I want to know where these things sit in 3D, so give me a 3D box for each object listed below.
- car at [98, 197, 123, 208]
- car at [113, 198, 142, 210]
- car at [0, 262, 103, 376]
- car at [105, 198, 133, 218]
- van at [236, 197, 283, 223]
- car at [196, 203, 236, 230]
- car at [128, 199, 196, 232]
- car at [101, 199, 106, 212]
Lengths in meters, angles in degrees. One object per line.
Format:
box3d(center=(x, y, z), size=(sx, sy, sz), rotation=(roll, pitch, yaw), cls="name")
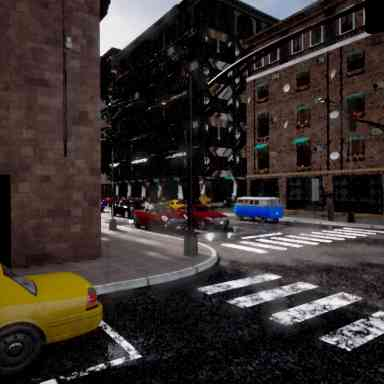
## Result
box3d(center=(-11.752, 1.463, 47.813), size=(1.887, 1.381, 4.507), rotation=(-1, 0, -36), cls="car")
box3d(center=(-8.423, 1.463, 43.234), size=(1.887, 1.381, 4.507), rotation=(-1, 0, -36), cls="car")
box3d(center=(-3.590, 1.525, 4.004), size=(4.829, 1.417, 1.752), rotation=(0, 0, -36), cls="car")
box3d(center=(-5.640, 1.473, 29.555), size=(1.837, 1.490, 4.892), rotation=(-1, 0, -36), cls="car")
box3d(center=(4.894, 1.281, 24.917), size=(1.690, 1.788, 3.998), rotation=(0, 0, -36), cls="van")
box3d(center=(0.404, 1.508, 21.248), size=(1.812, 1.442, 4.674), rotation=(-1, 0, -34), cls="car")
box3d(center=(-1.895, 1.441, 20.004), size=(1.967, 1.590, 4.097), rotation=(0, 0, -36), cls="car")
box3d(center=(-11.910, 1.183, 38.195), size=(2.150, 2.045, 5.566), rotation=(-1, 0, -36), cls="car")
